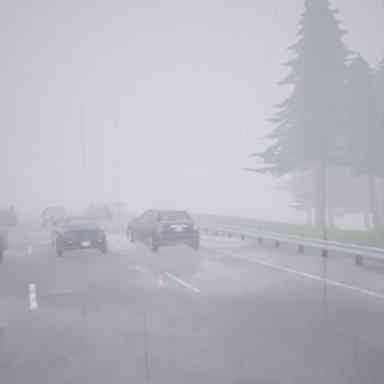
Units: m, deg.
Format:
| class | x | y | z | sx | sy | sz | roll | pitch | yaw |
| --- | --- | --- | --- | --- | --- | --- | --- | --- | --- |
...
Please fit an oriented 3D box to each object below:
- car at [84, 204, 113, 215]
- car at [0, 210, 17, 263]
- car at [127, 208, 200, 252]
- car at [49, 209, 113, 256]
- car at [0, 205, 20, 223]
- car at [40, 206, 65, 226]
| class | x | y | z | sx | sy | sz | roll | pitch | yaw |
| --- | --- | --- | --- | --- | --- | --- | --- | --- | --- |
| car | -8.072 | 1.804 | 28.537 | 2.128 | 1.511 | 4.902 | 0 | -1 | -26 |
| car | -7.740 | 1.623 | 12.013 | 2.128 | 1.511 | 4.902 | 0 | -1 | -26 |
| car | -1.440 | 1.518 | 15.066 | 2.097 | 1.767 | 4.553 | 0 | -1 | -26 |
| car | -4.774 | 1.678 | 13.919 | 1.812 | 1.442 | 4.674 | 0 | 0 | -26 |
| car | -14.353 | 1.767 | 25.448 | 2.128 | 1.511 | 4.902 | 0 | -1 | -26 |
| car | -10.803 | 1.831 | 26.137 | 2.033 | 1.411 | 5.357 | 0 | -1 | -26 |
